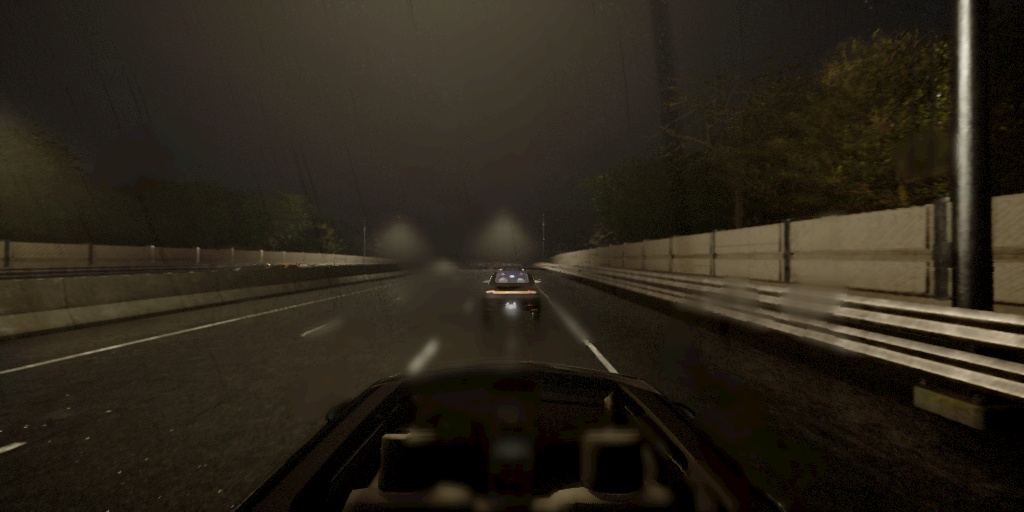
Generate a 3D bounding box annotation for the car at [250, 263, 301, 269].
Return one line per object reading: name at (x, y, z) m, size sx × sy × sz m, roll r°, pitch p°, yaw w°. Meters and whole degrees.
car at (-21.016, 1.406, 32.875) m, size 1.882 × 1.535 × 5.008 m, roll 0°, pitch -1°, yaw 1°

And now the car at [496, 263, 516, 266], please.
car at (0.010, 1.436, 27.285) m, size 1.994 × 1.385 × 4.181 m, roll 0°, pitch -1°, yaw 0°

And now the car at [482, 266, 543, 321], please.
car at (0.005, 1.265, 12.566) m, size 2.128 × 1.511 × 4.902 m, roll 0°, pitch 0°, yaw 0°

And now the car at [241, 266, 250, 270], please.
car at (-24.496, 1.500, 34.923) m, size 2.033 × 1.411 × 5.357 m, roll 0°, pitch -1°, yaw 0°
